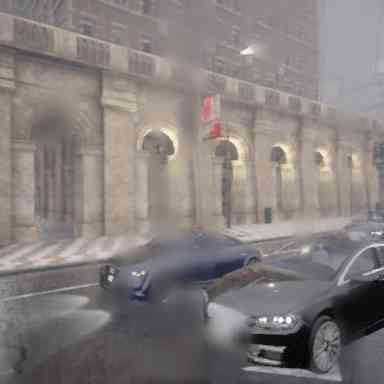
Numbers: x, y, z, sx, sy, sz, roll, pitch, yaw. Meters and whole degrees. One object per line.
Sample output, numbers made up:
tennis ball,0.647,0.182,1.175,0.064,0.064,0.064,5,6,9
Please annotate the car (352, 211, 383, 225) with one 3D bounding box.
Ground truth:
car,8.425,1.586,14.578,4.902,1.511,2.128,0,-1,-37

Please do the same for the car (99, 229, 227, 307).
car,-0.112,1.660,8.260,4.181,1.385,1.994,0,-1,-36

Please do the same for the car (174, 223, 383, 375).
car,2.387,1.539,5.746,4.902,1.511,2.128,0,-1,-35

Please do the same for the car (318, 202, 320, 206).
car,21.015,2.094,61.332,1.895,1.301,4.718,0,-1,-37
